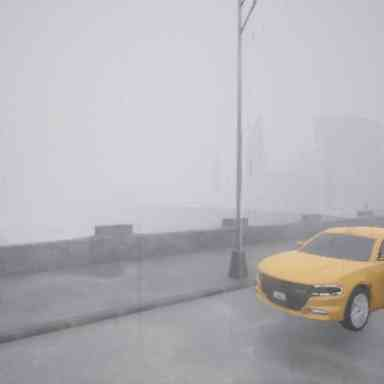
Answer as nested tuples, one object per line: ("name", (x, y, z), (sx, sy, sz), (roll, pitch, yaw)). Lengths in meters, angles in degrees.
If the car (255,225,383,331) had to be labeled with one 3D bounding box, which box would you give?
("car", (3.524, 1.510, 7.112), (5.008, 1.535, 1.882), (1, 0, -35))
